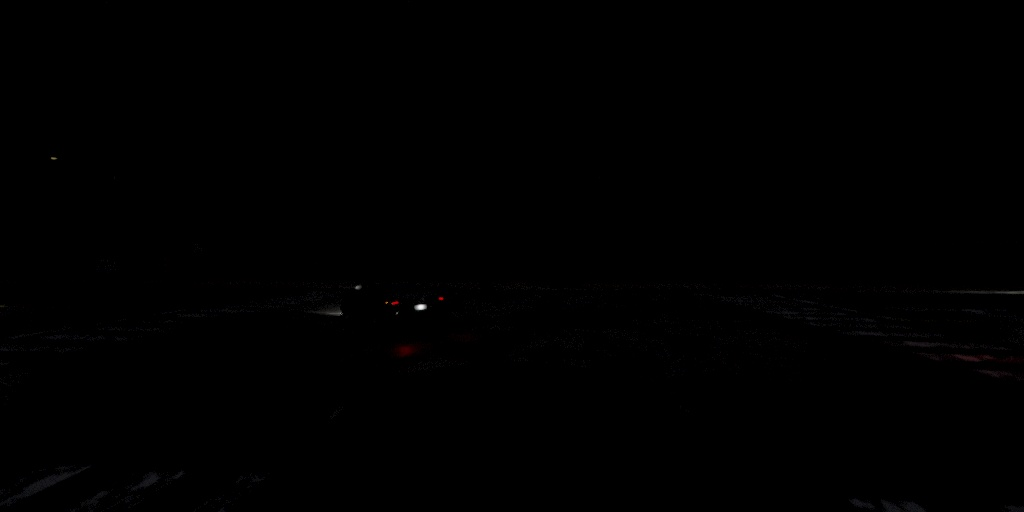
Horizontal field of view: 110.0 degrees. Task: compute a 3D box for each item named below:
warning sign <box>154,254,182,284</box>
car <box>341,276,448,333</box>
[{"bbox_3d":[-21.603,0.801,22.414,1.060,1.860,1.300,0,0,6],"label":"warning sign"},{"bbox_3d":[-3.690,1.317,11.004,1.994,1.385,4.181,-1,1,-40],"label":"car"}]
